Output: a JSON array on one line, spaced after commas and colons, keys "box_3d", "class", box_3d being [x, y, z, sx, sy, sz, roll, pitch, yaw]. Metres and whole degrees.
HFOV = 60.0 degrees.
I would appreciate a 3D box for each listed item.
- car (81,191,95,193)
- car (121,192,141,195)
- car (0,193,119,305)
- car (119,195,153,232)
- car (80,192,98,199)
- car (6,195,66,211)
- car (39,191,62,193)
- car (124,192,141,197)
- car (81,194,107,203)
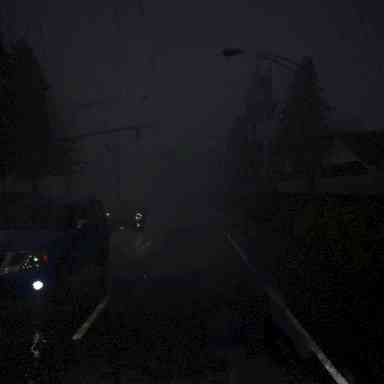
[{"box_3d": [-16.817, 0.744, 51.905, 3.866, 1.878, 1.905, 0, 0, -1], "class": "car"}, {"box_3d": [-16.512, 0.753, 89.490, 5.027, 1.636, 2.152, 0, 0, -1], "class": "car"}, {"box_3d": [-3.590, 1.168, 8.303, 2.150, 2.045, 5.566, 0, 0, 0], "class": "car"}, {"box_3d": [-3.525, 1.228, 18.995, 2.097, 1.767, 4.553, 0, 1, 0], "class": "car"}, {"box_3d": [-24.105, 0.821, 77.593, 3.633, 1.501, 1.845, 0, 0, -1], "class": "car"}, {"box_3d": [-15.289, 1.091, 32.848, 4.902, 1.511, 2.128, 0, 0, 1], "class": "car"}, {"box_3d": [-24.707, 0.745, 55.138, 4.605, 1.855, 1.932, 0, 0, -1], "class": "car"}, {"box_3d": [-16.585, 0.741, 92.627, 4.514, 1.523, 2.007, 0, 0, -1], "class": "car"}, {"box_3d": [-16.228, 1.006, 55.235, 3.806, 1.475, 1.970, 0, 0, -1], "class": "car"}]
